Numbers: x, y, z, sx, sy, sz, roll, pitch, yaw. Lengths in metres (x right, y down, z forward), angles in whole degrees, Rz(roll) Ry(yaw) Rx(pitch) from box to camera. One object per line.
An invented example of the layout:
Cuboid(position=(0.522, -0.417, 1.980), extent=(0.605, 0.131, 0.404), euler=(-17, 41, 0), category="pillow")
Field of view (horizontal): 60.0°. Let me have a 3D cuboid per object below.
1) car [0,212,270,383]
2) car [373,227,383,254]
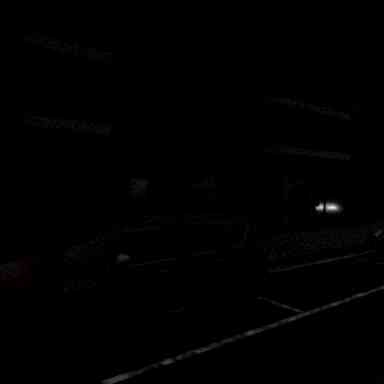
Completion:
Cuboid(position=(-0.856, 1.316, 5.577), extent=(5.009, 1.841, 2.192), euler=(0, 0, -35), category="car")
Cuboid(position=(8.396, 1.447, 12.176), extent=(4.097, 1.590, 1.967), euler=(0, 0, -35), category="car")
